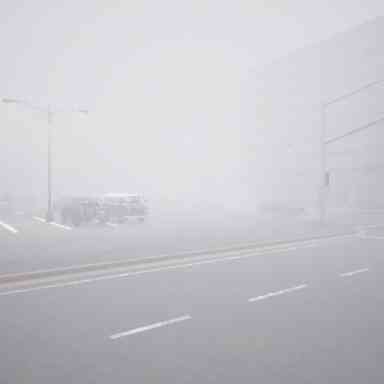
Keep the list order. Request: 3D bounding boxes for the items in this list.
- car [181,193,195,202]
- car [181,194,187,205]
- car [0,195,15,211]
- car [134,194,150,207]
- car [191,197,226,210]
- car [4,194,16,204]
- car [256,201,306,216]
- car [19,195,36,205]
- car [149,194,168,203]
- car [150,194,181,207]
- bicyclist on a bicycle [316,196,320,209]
[{"bbox_3d":[-1.521,1.277,61.582,2.150,2.045,5.566,0,0,-35],"label":"car"},{"bbox_3d":[-3.574,1.533,58.429,1.882,1.535,5.008,0,0,-36],"label":"car"},{"bbox_3d":[-21.843,1.451,37.873,1.970,1.475,3.806,0,0,-35],"label":"car"},{"bbox_3d":[-8.989,1.547,66.007,2.128,1.511,4.902,0,0,-35],"label":"car"},{"bbox_3d":[2.331,1.656,43.779,1.895,1.301,4.718,0,0,-35],"label":"car"},{"bbox_3d":[-29.725,1.212,53.694,1.905,1.878,3.866,0,0,-35],"label":"car"},{"bbox_3d":[9.053,1.603,34.350,2.033,1.411,5.357,0,0,-36],"label":"car"},{"bbox_3d":[-27.331,1.209,55.321,1.932,1.855,4.605,0,0,-35],"label":"car"},{"bbox_3d":[-7.056,1.407,69.343,2.097,1.767,4.553,0,0,-35],"label":"car"},{"bbox_3d":[-4.322,1.407,53.153,2.097,1.767,4.553,0,0,-35],"label":"car"},{"bbox_3d":[16.475,1.356,42.858,1.656,1.620,0.582,0,0,-35],"label":"bicyclist on a bicycle"}]
